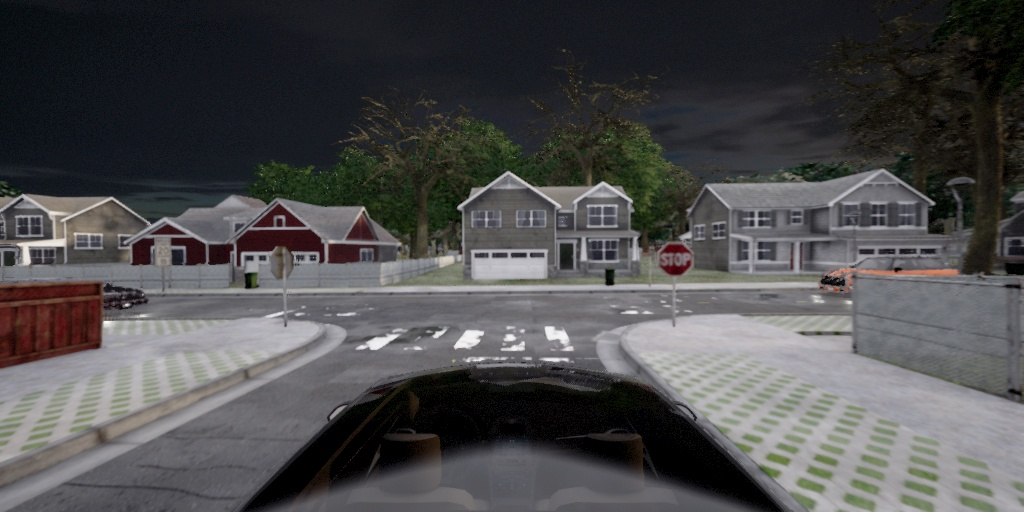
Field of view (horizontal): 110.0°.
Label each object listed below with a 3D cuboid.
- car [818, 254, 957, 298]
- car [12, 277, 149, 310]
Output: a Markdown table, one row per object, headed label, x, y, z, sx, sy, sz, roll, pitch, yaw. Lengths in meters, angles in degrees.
| label | x | y | z | sx | sy | sz | roll | pitch | yaw |
| --- | --- | --- | --- | --- | --- | --- | --- | --- | --- |
| car | 16.024 | 0.810 | 15.405 | 4.553 | 1.767 | 2.097 | -1 | 1 | 2 |
| car | -17.404 | 1.515 | 13.826 | 5.357 | 1.411 | 2.033 | -1 | 1 | 2 |
